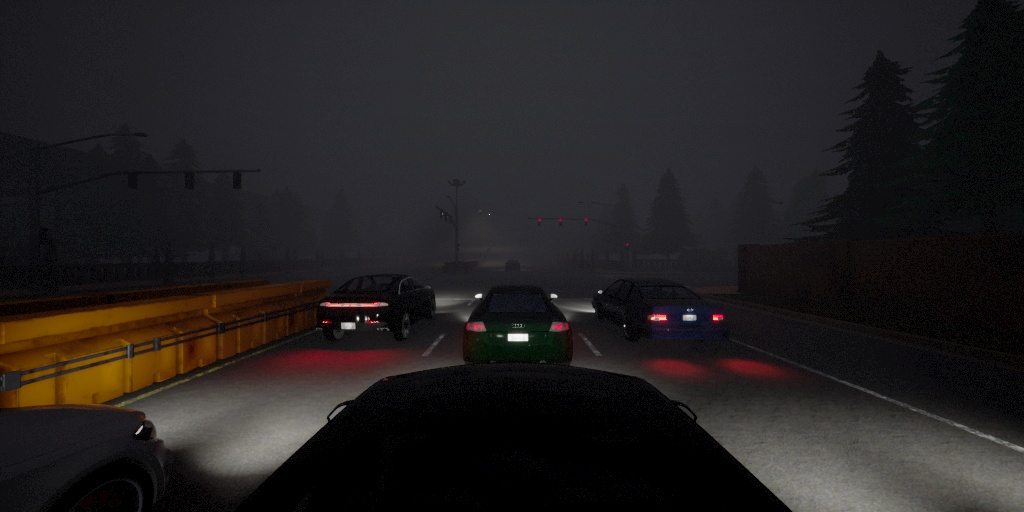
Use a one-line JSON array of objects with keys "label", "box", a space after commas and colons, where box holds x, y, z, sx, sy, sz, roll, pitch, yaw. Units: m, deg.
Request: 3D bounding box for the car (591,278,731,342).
[{"label": "car", "box": [3.599, 1.297, 9.781, 2.033, 1.411, 5.357, 0, 0, 0]}]

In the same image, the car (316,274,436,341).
[{"label": "car", "box": [-3.400, 1.241, 9.875, 2.128, 1.511, 4.902, 0, 0, 0]}]

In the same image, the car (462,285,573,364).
[{"label": "car", "box": [0.099, 1.314, 7.924, 1.994, 1.385, 4.181, 0, 0, 0]}]

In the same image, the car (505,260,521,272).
[{"label": "car", "box": [0.096, 1.228, 45.972, 1.882, 1.535, 5.008, 0, 0, 0]}]

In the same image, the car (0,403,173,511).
[{"label": "car", "box": [-3.403, 1.276, 0.638, 1.812, 1.442, 4.674, 0, 0, 0]}]
